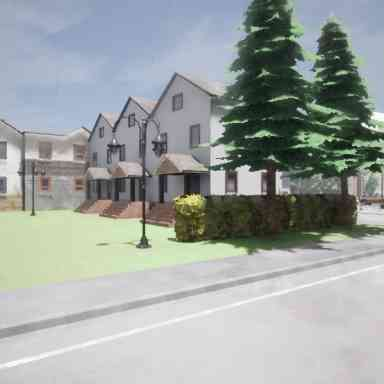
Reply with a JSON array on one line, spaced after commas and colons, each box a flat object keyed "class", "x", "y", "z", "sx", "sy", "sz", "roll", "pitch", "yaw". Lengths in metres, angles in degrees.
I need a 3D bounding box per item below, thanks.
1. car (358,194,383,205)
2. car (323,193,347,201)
[{"class": "car", "x": 27.228, "y": 1.097, "z": 49.253, "sx": 1.932, "sy": 1.855, "sz": 4.605, "roll": 0, "pitch": 0, "yaw": -36}, {"class": "car", "x": 32.093, "y": 1.097, "z": 74.708, "sx": 1.932, "sy": 1.855, "sz": 4.605, "roll": 0, "pitch": 0, "yaw": -36}]
